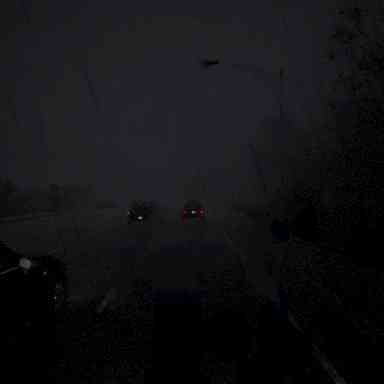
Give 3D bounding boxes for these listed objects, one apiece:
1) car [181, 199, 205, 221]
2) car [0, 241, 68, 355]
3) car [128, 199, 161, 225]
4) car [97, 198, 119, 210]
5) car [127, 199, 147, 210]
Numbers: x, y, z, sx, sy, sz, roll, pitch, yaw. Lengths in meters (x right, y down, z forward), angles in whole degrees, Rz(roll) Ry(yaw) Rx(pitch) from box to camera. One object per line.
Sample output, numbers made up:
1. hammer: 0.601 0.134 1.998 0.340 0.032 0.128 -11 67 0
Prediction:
1. car: 0.096 1.538 27.086 2.033 1.411 5.357 0 0 0
2. car: -3.400 1.350 4.493 2.097 1.767 4.553 0 0 0
3. car: -3.404 1.483 24.319 2.128 1.511 4.902 0 0 0
4. car: -10.623 1.511 42.305 1.812 1.442 4.674 0 0 0
5. car: -7.123 1.585 43.374 1.895 1.301 4.718 0 0 0
